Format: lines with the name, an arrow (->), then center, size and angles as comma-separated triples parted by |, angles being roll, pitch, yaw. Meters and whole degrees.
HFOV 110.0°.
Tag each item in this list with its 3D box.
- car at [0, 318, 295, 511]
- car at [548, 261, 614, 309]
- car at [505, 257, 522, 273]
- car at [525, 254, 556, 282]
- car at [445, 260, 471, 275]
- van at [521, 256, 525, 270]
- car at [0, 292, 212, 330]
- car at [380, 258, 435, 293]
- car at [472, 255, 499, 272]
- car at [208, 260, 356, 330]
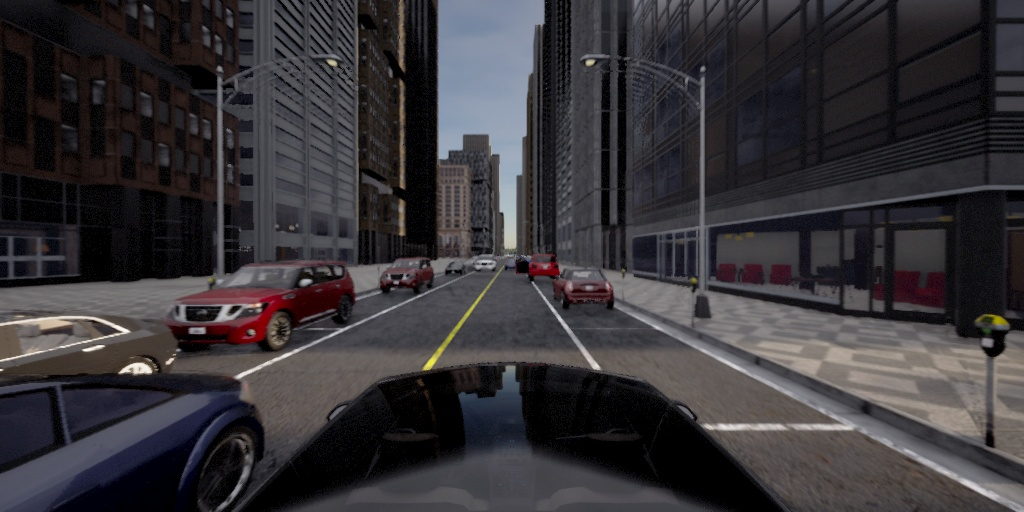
car -> -3.101, 1.315, 1.337 | 1.994, 1.385, 4.181 | 0, 0, 0
car -> 2.763, 1.152, 14.731 | 1.967, 1.591, 4.097 | 0, 0, 0
car -> 0.032, 1.179, 49.091 | 1.994, 1.385, 4.181 | 0, 0, 0
car -> 2.398, 0.894, 28.425 | 2.150, 2.045, 5.566 | 0, 0, 0
car -> -5.759, 1.214, 37.290 | 1.948, 1.339, 4.313 | 0, 0, 0
van -> 2.769, 0.924, 59.856 | 1.690, 1.789, 3.998 | 0, 0, 0
car -> -5.763, 1.296, 3.446 | 2.007, 1.370, 4.403 | 0, 0, 0
car -> -5.761, 1.011, 20.368 | 2.192, 1.841, 5.009 | 0, 0, 0
car -> -3.083, 0.854, 42.753 | 2.150, 2.045, 5.566 | 0, 0, 0
car -> -5.762, 1.043, 9.086 | 2.192, 1.841, 5.009 | 0, 0, 0
